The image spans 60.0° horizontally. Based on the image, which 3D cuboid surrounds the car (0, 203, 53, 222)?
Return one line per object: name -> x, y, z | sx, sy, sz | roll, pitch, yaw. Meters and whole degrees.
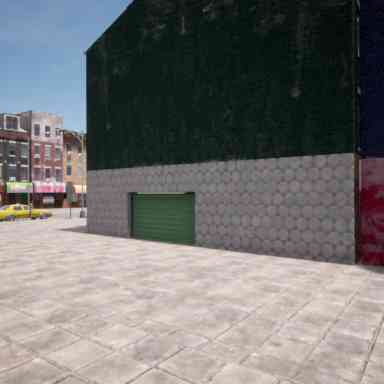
car -> -13.532, 1.581, 26.402 | 1.752, 1.417, 4.829 | -1, -1, 36
